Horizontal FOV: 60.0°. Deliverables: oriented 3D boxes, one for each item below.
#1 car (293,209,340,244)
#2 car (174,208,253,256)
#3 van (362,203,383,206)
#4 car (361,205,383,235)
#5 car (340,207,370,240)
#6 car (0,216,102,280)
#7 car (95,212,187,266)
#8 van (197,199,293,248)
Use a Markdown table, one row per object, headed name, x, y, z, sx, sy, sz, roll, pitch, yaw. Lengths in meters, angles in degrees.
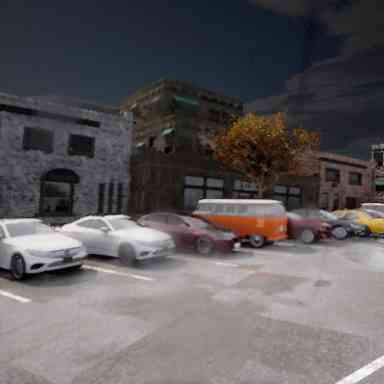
| name | x | y | z | sx | sy | sz | roll | pitch | yaw |
| --- | --- | --- | --- | --- | --- | --- | --- | --- | --- |
| car | 4.426 | 1.609 | 16.725 | 5.008 | 1.535 | 2.097 | -1 | -2 | 35 |
| car | -0.327 | 1.542 | 13.315 | 4.792 | 1.488 | 2.163 | -1 | -1 | 35 |
| van | 13.900 | 1.818 | 23.526 | 4.442 | 1.987 | 1.878 | 0 | -2 | 35 |
| car | 9.053 | 1.783 | 20.192 | 5.366 | 1.575 | 1.946 | 0 | -2 | 35 |
| car | 6.817 | 1.689 | 18.412 | 4.892 | 1.521 | 2.231 | 0 | -2 | 35 |
| car | -5.131 | 1.519 | 9.937 | 4.674 | 1.452 | 2.002 | -1 | -1 | 35 |
| car | -2.737 | 1.532 | 11.641 | 4.674 | 1.452 | 2.002 | -1 | -1 | 35 |
| van | 1.944 | 1.327 | 15.097 | 4.442 | 1.987 | 1.878 | -1 | -1 | 35 |
